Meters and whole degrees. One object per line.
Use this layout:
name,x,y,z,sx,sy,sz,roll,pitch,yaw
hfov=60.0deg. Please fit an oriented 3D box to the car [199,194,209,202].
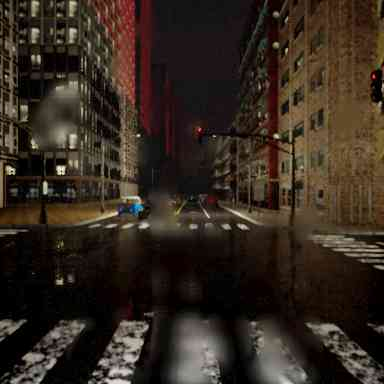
car,2.627,1.296,75.038,2.192,1.841,5.009,0,0,0

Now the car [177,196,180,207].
car,-3.089,1.333,46.576,2.097,1.767,4.553,0,0,0

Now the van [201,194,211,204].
van,2.636,1.321,63.937,1.690,1.788,3.998,0,0,0

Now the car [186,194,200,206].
car,0.055,1.470,56.220,2.128,1.511,4.902,0,0,0

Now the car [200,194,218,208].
car,2.650,1.296,47.284,2.192,1.841,5.009,0,0,0

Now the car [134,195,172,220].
car,-3.152,1.337,27.894,2.097,1.767,4.553,0,0,1

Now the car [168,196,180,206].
car,-3.046,1.458,57.020,1.882,1.535,5.008,0,0,0

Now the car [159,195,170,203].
car,-5.749,1.421,69.479,1.967,1.590,4.097,0,0,0

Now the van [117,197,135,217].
van,-5.716,1.326,30.623,1.690,1.788,3.998,0,0,0

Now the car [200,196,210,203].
car,2.632,1.531,69.487,2.008,1.369,4.403,0,0,0

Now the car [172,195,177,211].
car,-3.118,1.335,36.683,2.097,1.767,4.553,0,0,0

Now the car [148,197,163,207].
car,-5.734,1.506,52.657,1.752,1.417,4.829,0,0,0

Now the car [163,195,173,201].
car,-5.758,1.533,80.582,2.008,1.369,4.403,0,0,0
